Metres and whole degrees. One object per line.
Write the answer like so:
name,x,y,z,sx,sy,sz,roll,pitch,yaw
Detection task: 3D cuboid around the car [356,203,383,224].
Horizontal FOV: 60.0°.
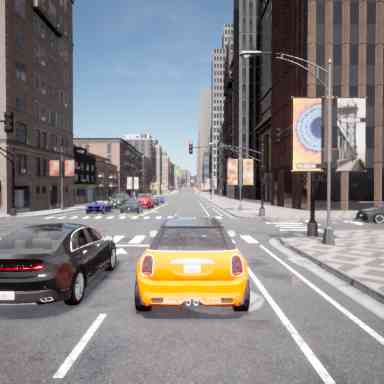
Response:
car,13.986,1.470,23.566,4.181,1.385,1.994,0,1,0

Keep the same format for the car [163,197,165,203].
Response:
car,-6.531,1.508,66.053,1.882,1.535,5.008,0,0,1

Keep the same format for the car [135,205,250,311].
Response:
car,0.010,1.351,7.897,2.097,1.767,4.553,0,0,0

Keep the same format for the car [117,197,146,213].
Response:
car,-6.601,1.580,36.730,1.994,1.385,4.181,0,0,0

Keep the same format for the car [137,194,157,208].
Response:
car,-6.599,1.245,46.007,2.150,2.045,5.566,0,0,1

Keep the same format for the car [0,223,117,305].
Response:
car,-3.153,1.504,8.042,1.837,1.490,4.892,0,0,0

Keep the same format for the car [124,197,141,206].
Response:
car,-9.817,1.592,55.288,1.994,1.385,4.181,0,0,2

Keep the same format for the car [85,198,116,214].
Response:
car,-9.849,1.616,35.571,1.895,1.301,4.718,0,0,0

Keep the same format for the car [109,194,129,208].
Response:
car,-9.843,1.244,45.330,2.150,2.045,5.566,0,0,1

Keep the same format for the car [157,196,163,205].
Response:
car,-6.584,1.592,55.980,1.994,1.385,4.181,0,0,0
